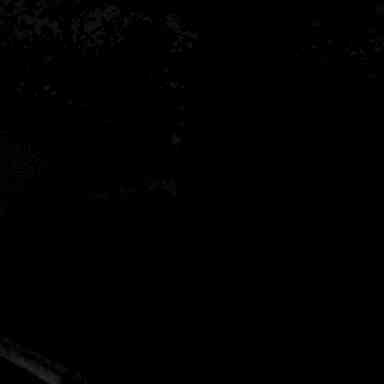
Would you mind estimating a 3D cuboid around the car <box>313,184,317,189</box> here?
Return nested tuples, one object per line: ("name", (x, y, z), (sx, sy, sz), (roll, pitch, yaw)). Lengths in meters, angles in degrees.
("car", (17.618, -1.123, 55.042), (4.892, 1.521, 2.231), (1, 3, 37))

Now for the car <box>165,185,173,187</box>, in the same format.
("car", (-0.623, 0.441, 30.609), (5.008, 1.535, 2.097), (1, 3, 37))

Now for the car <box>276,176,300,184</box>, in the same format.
("car", (25.005, -3.107, 86.854), (5.566, 2.045, 2.435), (1, 4, 37))

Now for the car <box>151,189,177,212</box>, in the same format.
("car", (-3.919, 0.758, 26.155), (4.792, 1.488, 2.163), (1, 3, 37))

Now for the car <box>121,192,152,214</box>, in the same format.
("car", (-5.750, 0.867, 24.062), (5.366, 1.575, 1.946), (1, 3, 37))

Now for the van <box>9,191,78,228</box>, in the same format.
("van", (-9.016, 0.934, 19.568), (4.442, 1.987, 1.878), (1, 3, 37))

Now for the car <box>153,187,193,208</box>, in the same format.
("car", (-2.290, 0.585, 28.395), (4.892, 1.521, 2.231), (1, 3, 37))

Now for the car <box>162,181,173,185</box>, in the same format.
("car", (-2.688, -0.302, 41.947), (2.150, 2.045, 5.566), (1, 3, 37))

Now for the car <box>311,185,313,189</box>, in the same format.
("car", (15.979, -0.953, 52.809), (4.792, 1.488, 2.163), (1, 3, 37))

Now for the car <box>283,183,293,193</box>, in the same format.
("car", (10.957, -0.527, 46.180), (4.792, 1.488, 2.163), (1, 3, 37))

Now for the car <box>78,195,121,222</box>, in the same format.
("car", (-7.236, 1.046, 21.712), (4.792, 1.488, 2.163), (1, 3, 37))

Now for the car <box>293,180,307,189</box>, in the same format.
("car", (14.148, -0.845, 50.715), (5.366, 1.575, 1.946), (1, 3, 37))
